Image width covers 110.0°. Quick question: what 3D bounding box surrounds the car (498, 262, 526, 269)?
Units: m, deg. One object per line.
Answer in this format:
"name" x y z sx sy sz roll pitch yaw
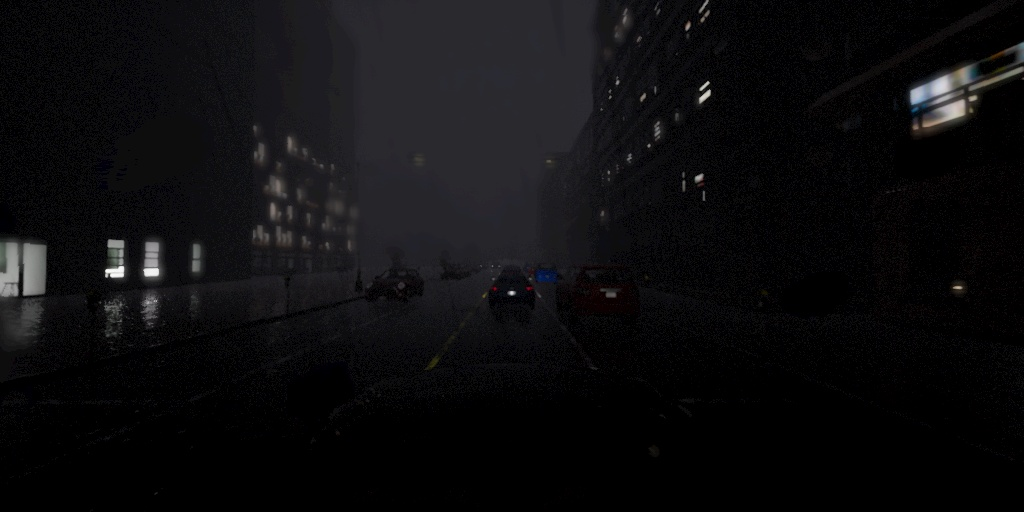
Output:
"car" -0.010 1.506 31.345 1.882 1.535 5.008 0 0 0

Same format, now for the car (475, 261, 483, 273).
"car" -5.685 1.751 51.643 1.888 1.381 4.507 0 0 0

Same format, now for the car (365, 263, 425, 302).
"car" -5.702 1.343 17.769 1.967 1.591 4.097 0 0 0

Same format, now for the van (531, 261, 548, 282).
"van" 2.676 1.349 29.096 1.690 1.789 3.998 0 0 0

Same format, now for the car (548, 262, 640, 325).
"car" 2.686 1.165 12.158 2.192 1.841 5.009 0 0 0

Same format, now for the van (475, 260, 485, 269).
"van" -5.689 1.594 57.289 1.690 1.789 3.998 0 0 0

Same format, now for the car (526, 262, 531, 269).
"car" 2.670 1.654 40.390 1.888 1.381 4.507 0 0 0

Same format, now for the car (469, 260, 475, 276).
"car" -5.679 1.549 40.352 1.967 1.591 4.097 0 0 0

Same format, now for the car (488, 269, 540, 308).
"car" -0.003 1.453 16.172 1.994 1.385 4.181 0 0 0

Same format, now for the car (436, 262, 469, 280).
"car" -5.681 1.499 34.706 1.967 1.591 4.097 0 0 0
